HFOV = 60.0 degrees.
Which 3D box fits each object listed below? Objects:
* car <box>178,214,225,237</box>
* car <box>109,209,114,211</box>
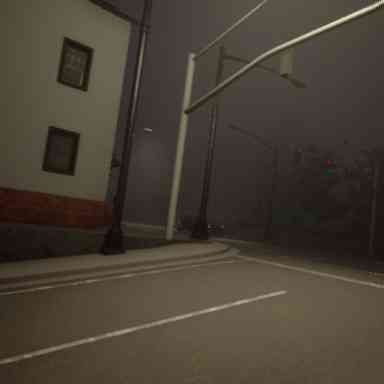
[{"bbox_3d":[0.807,2.767,28.321,2.097,1.767,4.553,11,-6,-36],"label":"car"},{"bbox_3d":[-11.536,2.931,45.258,1.882,1.535,5.008,11,-6,-35],"label":"car"}]
